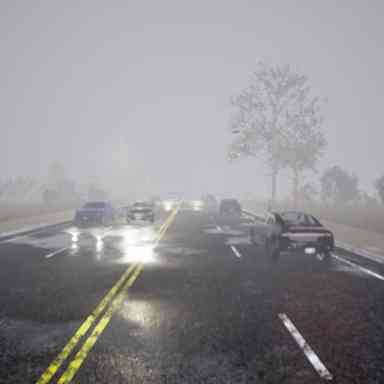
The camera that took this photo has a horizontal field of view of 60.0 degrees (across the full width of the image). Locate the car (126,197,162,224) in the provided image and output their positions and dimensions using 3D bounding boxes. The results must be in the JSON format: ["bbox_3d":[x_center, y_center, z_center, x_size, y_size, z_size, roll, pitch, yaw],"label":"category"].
[{"bbox_3d":[-3.413,1.364,23.613,2.128,1.511,4.902,0,0,0],"label":"car"}]

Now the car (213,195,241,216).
[{"bbox_3d":[3.248,1.312,30.107,1.882,1.535,5.008,0,0,0],"label":"car"}]

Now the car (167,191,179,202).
[{"bbox_3d":[-3.700,0.881,65.187,2.150,2.045,5.566,0,1,-1],"label":"car"}]

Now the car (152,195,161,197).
[{"bbox_3d":[-6.953,1.187,65.257,1.994,1.385,4.181,0,0,0],"label":"car"}]

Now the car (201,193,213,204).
[{"bbox_3d":[2.945,1.195,53.876,1.837,1.490,4.892,0,0,-1],"label":"car"}]

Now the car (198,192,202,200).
[{"bbox_3d":[2.812,0.972,64.855,2.097,1.767,4.553,0,0,-1],"label":"car"}]

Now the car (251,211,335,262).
[{"bbox_3d":[3.331,1.429,11.827,2.128,1.511,4.902,0,0,0],"label":"car"}]

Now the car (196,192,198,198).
[{"bbox_3d":[2.654,0.897,75.865,2.097,1.767,4.553,0,0,-1],"label":"car"}]

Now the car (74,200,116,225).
[{"bbox_3d":[-6.661,1.353,23.246,1.882,1.535,5.008,0,0,0],"label":"car"}]
